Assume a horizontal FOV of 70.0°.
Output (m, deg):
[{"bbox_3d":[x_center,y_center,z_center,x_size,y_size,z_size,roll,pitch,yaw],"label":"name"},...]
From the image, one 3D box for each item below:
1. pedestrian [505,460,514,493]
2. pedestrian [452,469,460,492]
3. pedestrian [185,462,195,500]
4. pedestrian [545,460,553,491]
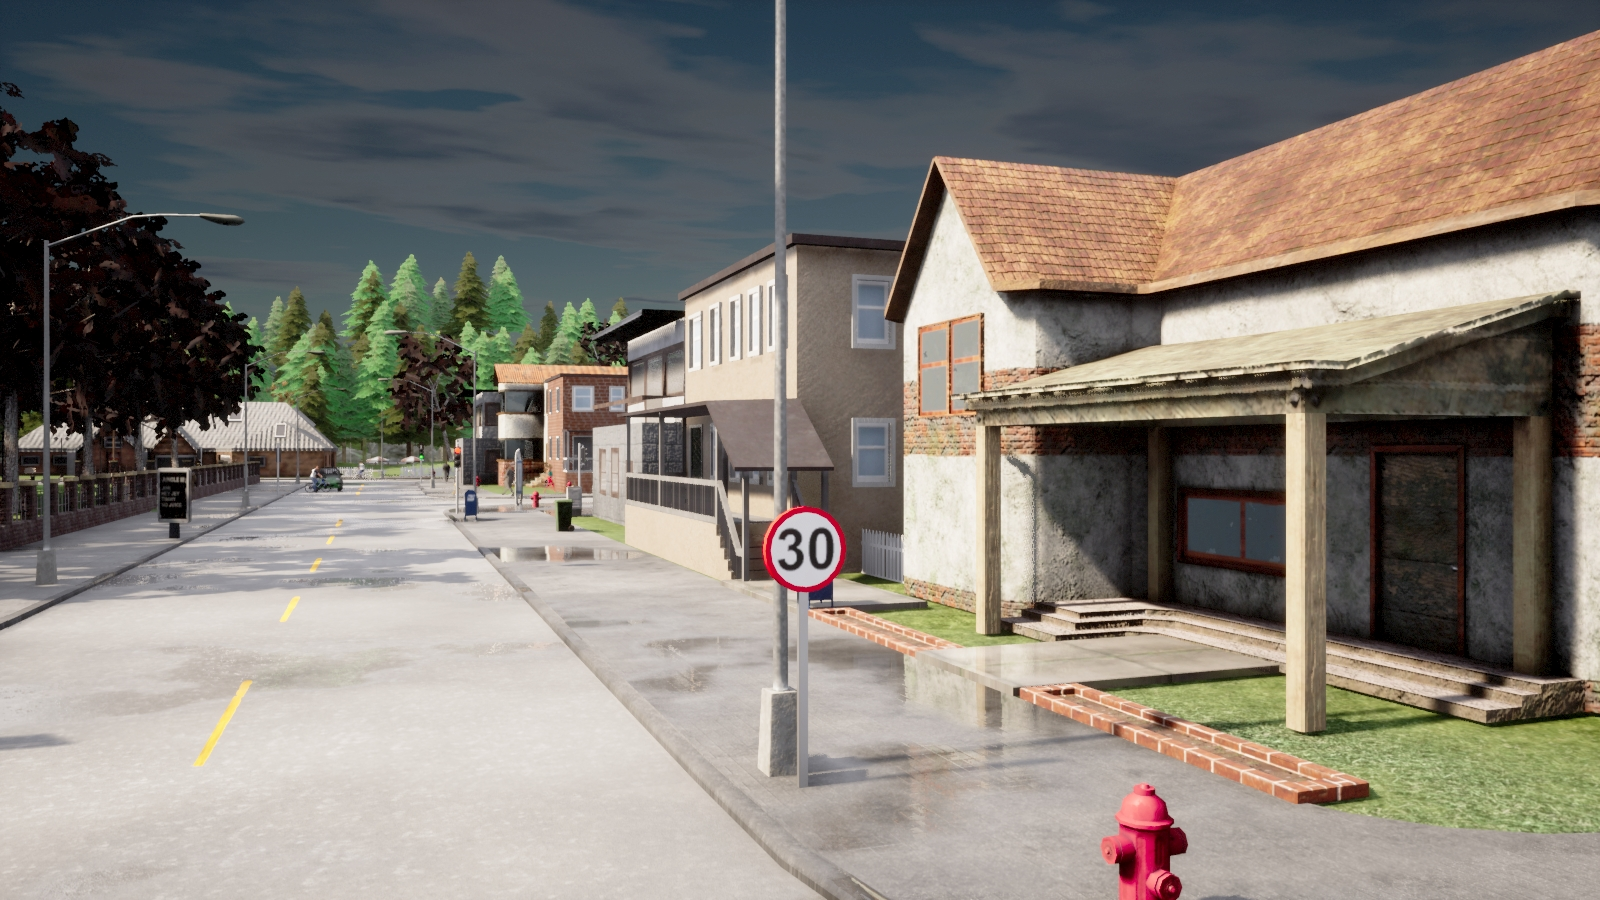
[{"bbox_3d":[-16.773,1.521,66.027,0.375,1.860,0.375,0,0,27],"label":"pedestrian"},{"bbox_3d":[-20.238,1.797,67.214,0.375,1.300,0.375,0,0,-10],"label":"pedestrian"},{"bbox_3d":[-29.926,1.525,56.068,0.375,1.860,0.375,0,0,-20],"label":"pedestrian"},{"bbox_3d":[-15.182,1.516,69.154,0.375,1.860,0.375,0,0,1],"label":"pedestrian"}]
